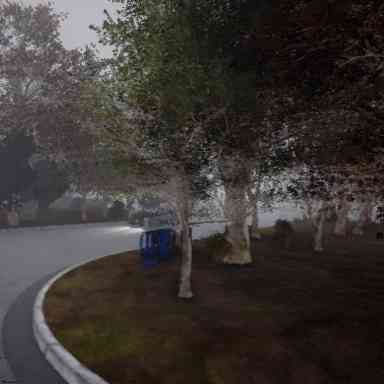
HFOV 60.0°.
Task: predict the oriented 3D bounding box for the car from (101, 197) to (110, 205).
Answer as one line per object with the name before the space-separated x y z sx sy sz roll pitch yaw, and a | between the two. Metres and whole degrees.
car | -13.654 1.287 53.579 1.837 1.490 4.892 2 0 -13

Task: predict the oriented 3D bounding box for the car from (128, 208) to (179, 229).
car | -2.806 1.896 25.082 1.994 1.385 4.181 3 0 33
